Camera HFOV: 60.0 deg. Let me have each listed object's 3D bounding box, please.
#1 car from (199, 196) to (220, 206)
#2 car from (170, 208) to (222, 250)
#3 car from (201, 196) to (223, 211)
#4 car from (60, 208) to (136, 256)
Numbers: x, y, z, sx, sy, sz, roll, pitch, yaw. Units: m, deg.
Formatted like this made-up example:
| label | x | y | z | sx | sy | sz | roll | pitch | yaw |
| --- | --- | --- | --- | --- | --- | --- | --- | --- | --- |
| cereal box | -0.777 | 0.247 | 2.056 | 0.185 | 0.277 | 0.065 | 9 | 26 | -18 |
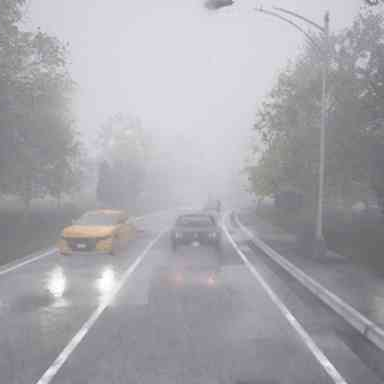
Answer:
| label | x | y | z | sx | sy | sz | roll | pitch | yaw |
| --- | --- | --- | --- | --- | --- | --- | --- | --- | --- |
| car | 2.929 | 1.421 | 54.355 | 2.128 | 1.511 | 4.902 | 1 | 0 | 18 |
| car | 0.183 | 1.582 | 14.207 | 1.895 | 1.301 | 4.718 | 0 | 0 | 1 |
| car | 2.356 | 1.531 | 37.021 | 2.033 | 1.411 | 5.357 | 1 | 0 | 10 |
| car | -3.504 | 1.457 | 13.175 | 1.882 | 1.535 | 5.008 | 0 | 0 | 1 |
